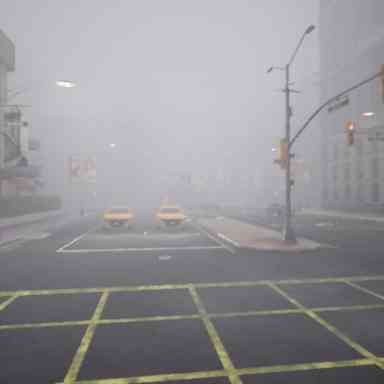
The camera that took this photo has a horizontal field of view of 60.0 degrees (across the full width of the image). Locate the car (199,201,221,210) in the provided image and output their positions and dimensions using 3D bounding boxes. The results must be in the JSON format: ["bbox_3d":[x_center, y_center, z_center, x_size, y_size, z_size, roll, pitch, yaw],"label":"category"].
[{"bbox_3d":[2.585,2.074,50.294,1.895,1.301,4.718,0,-1,-18],"label":"car"}]

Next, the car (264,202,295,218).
[{"bbox_3d":[8.883,1.774,33.989,1.837,1.490,4.892,0,-1,-7],"label":"car"}]

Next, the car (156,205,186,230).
[{"bbox_3d":[-1.526,1.720,23.398,1.882,1.535,5.008,0,-1,-7],"label":"car"}]

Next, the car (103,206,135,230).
[{"bbox_3d":[-5.057,1.746,23.412,1.882,1.535,5.008,0,-1,-7],"label":"car"}]
